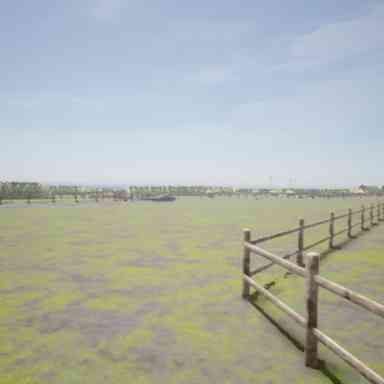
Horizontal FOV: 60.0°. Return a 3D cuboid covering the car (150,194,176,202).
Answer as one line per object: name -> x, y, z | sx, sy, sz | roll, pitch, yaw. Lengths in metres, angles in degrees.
car -> -5.579, 1.186, 65.148 | 2.033, 1.411, 5.357 | 2, 1, 44
